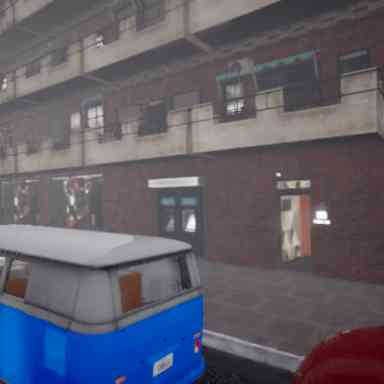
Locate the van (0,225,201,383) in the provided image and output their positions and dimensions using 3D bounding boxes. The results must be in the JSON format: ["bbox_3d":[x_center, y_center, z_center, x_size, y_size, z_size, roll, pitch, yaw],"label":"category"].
[{"bbox_3d":[-1.772,1.369,4.159,3.998,1.788,1.690,-1,-1,36],"label":"van"}]

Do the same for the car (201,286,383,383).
[{"bbox_3d":[2.724,1.301,0.952,5.009,1.841,2.192,-1,-1,36],"label":"car"}]
